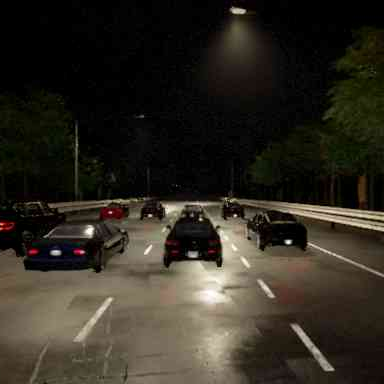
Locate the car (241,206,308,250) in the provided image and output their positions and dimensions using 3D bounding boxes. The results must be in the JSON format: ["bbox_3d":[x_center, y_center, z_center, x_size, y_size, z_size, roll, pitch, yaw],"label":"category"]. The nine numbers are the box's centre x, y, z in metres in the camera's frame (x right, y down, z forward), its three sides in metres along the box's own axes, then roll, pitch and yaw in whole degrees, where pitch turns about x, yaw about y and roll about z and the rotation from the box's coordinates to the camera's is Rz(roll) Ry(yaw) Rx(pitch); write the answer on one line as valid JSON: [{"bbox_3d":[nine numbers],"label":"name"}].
[{"bbox_3d":[3.575,1.584,14.688,1.837,1.490,4.892,0,0,0],"label":"car"}]

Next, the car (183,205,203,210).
[{"bbox_3d":[0.049,1.688,25.966,2.033,1.411,5.357,0,0,0],"label":"car"}]

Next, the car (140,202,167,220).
[{"bbox_3d":[-3.423,1.669,29.758,1.837,1.490,4.892,0,0,0],"label":"car"}]

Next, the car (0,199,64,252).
[{"bbox_3d":[-6.934,1.295,13.465,2.150,2.045,5.566,0,0,1],"label":"car"}]

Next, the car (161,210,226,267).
[{"bbox_3d":[0.052,1.587,11.573,1.812,1.442,4.674,0,0,0],"label":"car"}]

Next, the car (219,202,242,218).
[{"bbox_3d":[3.578,1.670,29.852,1.837,1.490,4.892,0,0,0],"label":"car"}]

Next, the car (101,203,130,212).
[{"bbox_3d":[-6.921,1.729,30.318,1.994,1.385,4.181,0,0,0],"label":"car"}]

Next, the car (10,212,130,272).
[{"bbox_3d":[-3.450,1.606,10.988,2.033,1.411,5.357,0,0,1],"label":"car"}]
